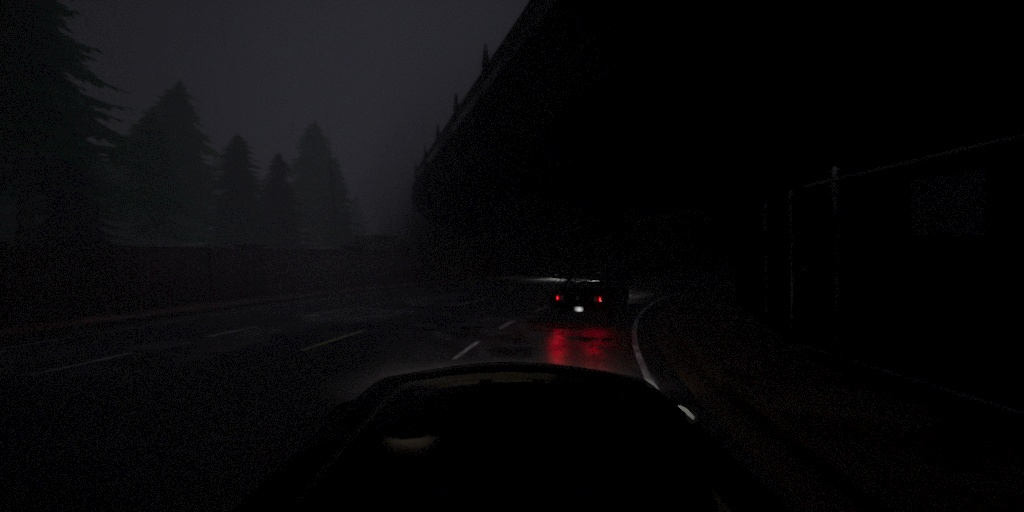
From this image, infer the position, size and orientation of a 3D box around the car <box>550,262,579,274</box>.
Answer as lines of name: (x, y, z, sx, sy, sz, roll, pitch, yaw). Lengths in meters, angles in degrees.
car: (5.910, 1.207, 32.255, 5.357, 1.411, 2.033, -1, 0, -36)

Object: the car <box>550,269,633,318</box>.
car: (2.979, 1.310, 12.892, 1.895, 1.301, 4.718, -1, 0, 25)

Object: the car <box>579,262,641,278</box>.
car: (8.418, 1.186, 29.796, 5.357, 1.411, 2.033, -1, 0, -35)
